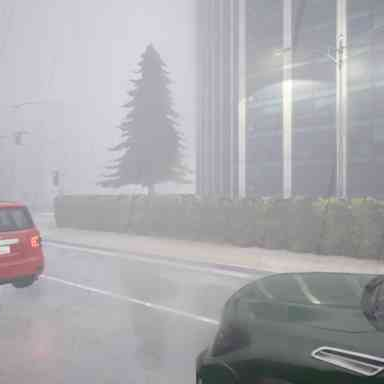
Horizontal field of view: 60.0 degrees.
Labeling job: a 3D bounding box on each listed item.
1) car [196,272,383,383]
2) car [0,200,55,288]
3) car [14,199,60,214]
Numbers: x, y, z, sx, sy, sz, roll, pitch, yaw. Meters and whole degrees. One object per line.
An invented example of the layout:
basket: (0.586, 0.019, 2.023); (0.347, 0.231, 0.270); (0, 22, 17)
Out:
car: (2.688, 1.221, 2.073); (5.566, 2.045, 2.150); (0, 0, 36)
car: (-5.778, 1.221, 8.059); (5.566, 2.045, 2.150); (0, 0, 38)
car: (-17.192, 1.564, 37.063); (1.994, 1.385, 4.181); (0, 0, 36)
